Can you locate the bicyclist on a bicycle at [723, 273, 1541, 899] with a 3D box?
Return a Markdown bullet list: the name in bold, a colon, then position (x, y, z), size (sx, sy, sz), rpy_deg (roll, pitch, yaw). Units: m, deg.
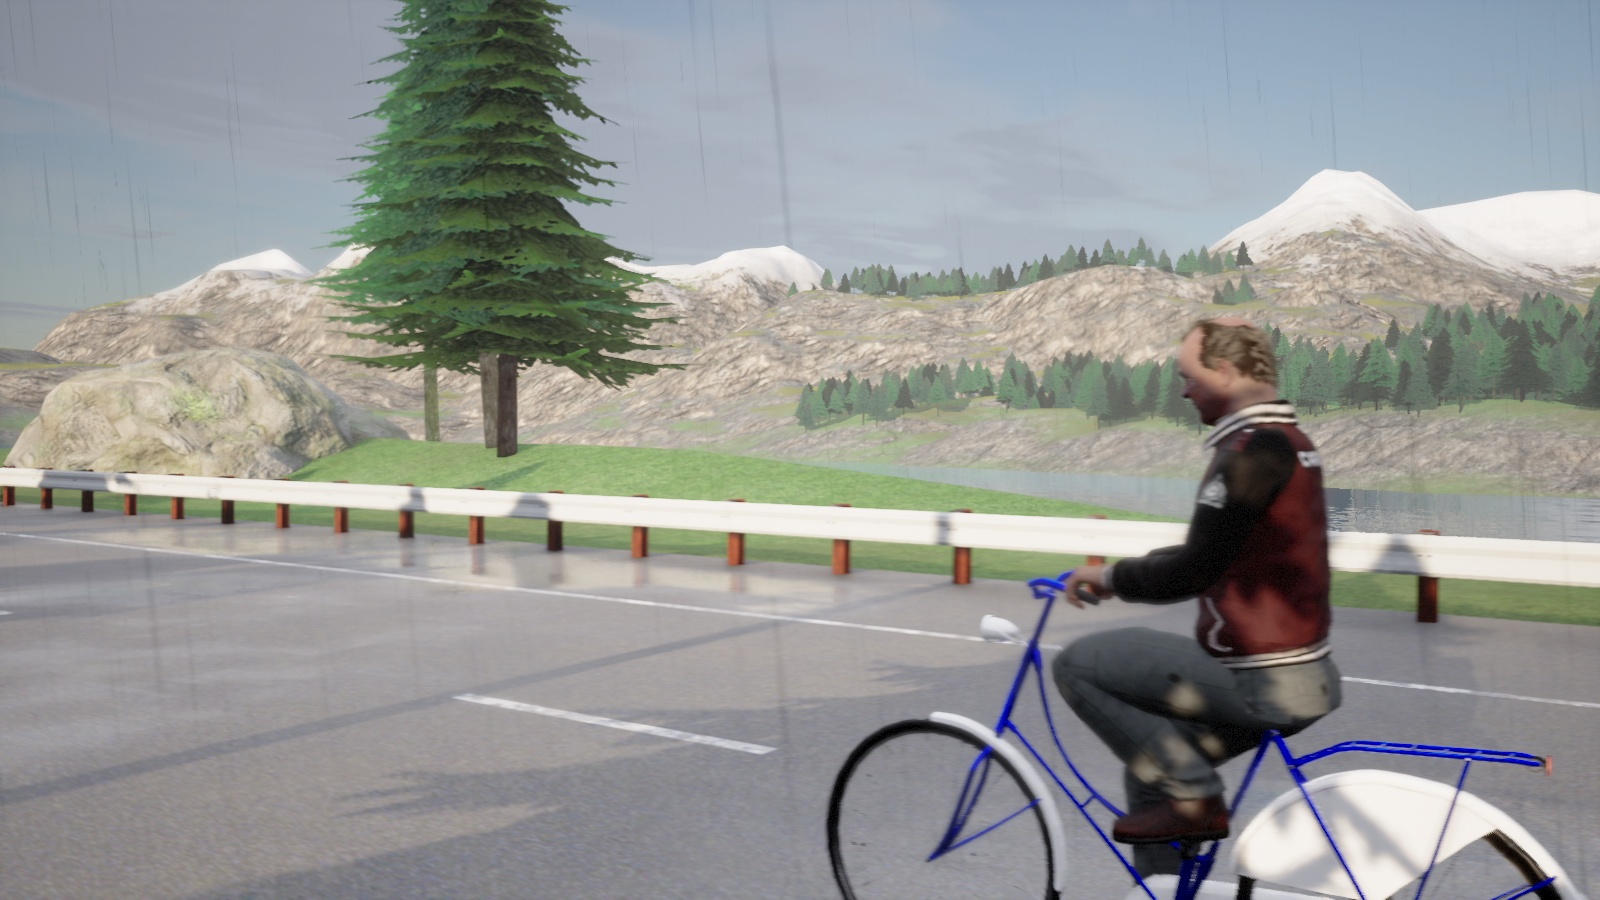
- **bicyclist on a bicycle**: position (0.750, 0.552, 3.122), size (1.843, 1.776, 0.659), rpy_deg (0, 1, 34)
